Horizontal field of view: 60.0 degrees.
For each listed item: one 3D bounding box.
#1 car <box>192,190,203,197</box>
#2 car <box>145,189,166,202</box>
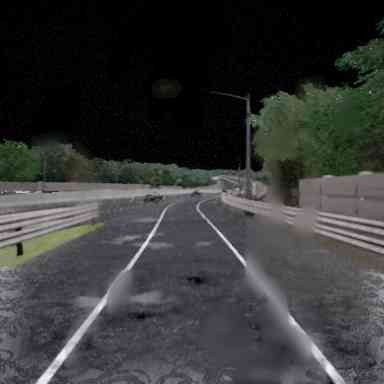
[{"bbox_3d":[1.399,0.320,81.145,1.837,1.490,4.892,1,1,14],"label":"car"},{"bbox_3d":[-5.829,0.791,51.927,1.837,1.490,4.892,1,1,14],"label":"car"}]
